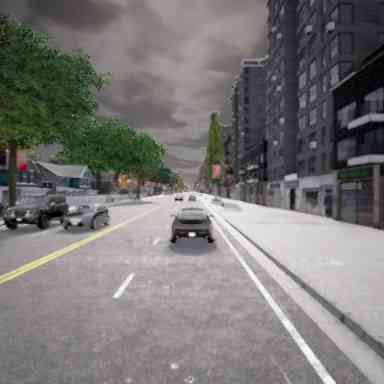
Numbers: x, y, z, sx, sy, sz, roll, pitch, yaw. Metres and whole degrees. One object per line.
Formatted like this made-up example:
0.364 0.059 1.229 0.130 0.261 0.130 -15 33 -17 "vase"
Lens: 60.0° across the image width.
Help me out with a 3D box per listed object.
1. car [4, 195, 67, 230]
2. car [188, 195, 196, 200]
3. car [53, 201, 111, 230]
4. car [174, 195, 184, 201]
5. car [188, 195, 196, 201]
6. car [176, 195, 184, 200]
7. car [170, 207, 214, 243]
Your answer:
-9.741 1.211 21.513 2.150 2.045 5.566 0 0 0 "car"
0.055 1.395 89.718 1.994 1.385 4.181 0 0 0 "car"
-6.500 1.485 20.964 2.128 1.511 4.902 0 0 0 "car"
-3.201 1.505 79.712 1.994 1.385 4.181 0 0 0 "car"
0.049 1.496 79.293 2.033 1.411 5.357 0 0 0 "car"
-3.195 1.432 89.750 1.895 1.301 4.718 0 0 0 "car"
0.008 1.508 16.189 1.837 1.490 4.892 0 0 0 "car"
